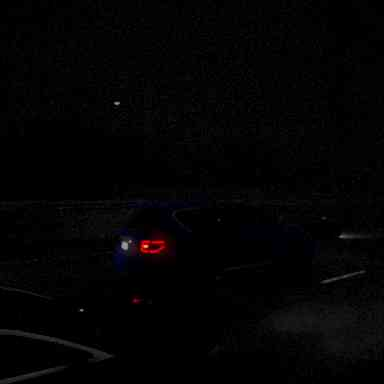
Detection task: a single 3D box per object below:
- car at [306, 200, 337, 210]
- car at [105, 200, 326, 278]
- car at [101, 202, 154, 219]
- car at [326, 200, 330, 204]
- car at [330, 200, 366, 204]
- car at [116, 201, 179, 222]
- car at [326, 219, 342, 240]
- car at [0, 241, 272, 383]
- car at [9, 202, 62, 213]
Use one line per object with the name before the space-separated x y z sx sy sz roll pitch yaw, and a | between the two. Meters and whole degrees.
car | 20.679 2.053 53.076 5.357 1.411 2.033 1 -1 -35
car | 0.775 1.240 8.582 5.566 2.045 2.150 0 0 -35
car | -5.796 1.613 29.946 4.181 1.385 1.994 0 0 -35
car | 20.087 1.920 48.367 5.008 1.535 1.882 1 -1 -35
car | 18.589 1.673 38.721 4.553 1.767 2.097 1 -1 -35
car | -3.580 1.555 27.227 4.892 1.490 1.837 0 0 -35
car | 5.410 1.619 16.199 4.181 1.385 1.994 0 0 -36
car | -1.892 1.491 2.519 4.902 1.511 2.128 0 0 -35
car | -13.496 1.584 28.755 4.181 1.385 1.994 0 0 -35
